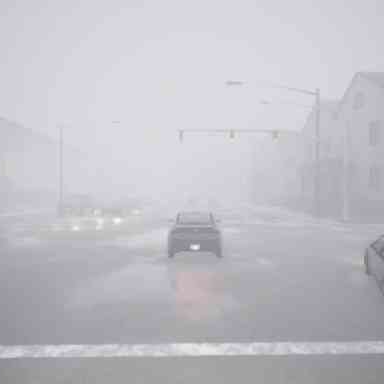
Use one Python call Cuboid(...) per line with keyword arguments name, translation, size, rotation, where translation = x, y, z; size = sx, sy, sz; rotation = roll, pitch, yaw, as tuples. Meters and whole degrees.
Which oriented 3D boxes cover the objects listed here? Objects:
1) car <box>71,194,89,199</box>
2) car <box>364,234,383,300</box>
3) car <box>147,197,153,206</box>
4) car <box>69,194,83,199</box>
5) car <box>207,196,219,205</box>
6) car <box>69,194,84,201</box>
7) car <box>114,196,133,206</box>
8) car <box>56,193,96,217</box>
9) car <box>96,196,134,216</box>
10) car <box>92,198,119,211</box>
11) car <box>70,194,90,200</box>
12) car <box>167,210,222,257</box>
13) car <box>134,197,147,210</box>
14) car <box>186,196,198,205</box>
Cuboid(name="car", translation=(-29.001, 1.081, 86.175), size=(1.853, 1.218, 4.536), rotation=(0, 0, 29))
Cuboid(name="car", translation=(4.939, 1.533, 7.114), size=(2.033, 1.411, 5.357), rotation=(0, 0, 22))
Cuboid(name="car", translation=(-7.043, 1.421, 51.013), size=(2.033, 1.411, 5.357), rotation=(0, 0, 1))
Cuboid(name="car", translation=(-28.218, 1.094, 80.896), size=(1.853, 1.218, 4.536), rotation=(0, 0, -36))
Cuboid(name="car", translation=(3.494, 1.408, 55.136), size=(2.033, 1.411, 5.357), rotation=(0, 0, 0))
Cuboid(name="car", translation=(-28.187, 1.252, 80.855), size=(2.038, 1.542, 4.974), rotation=(0, 0, -36))
Cuboid(name="car", translation=(-10.537, 1.377, 51.370), size=(1.837, 1.490, 4.892), rotation=(0, 0, 0))
Cuboid(name="car", translation=(-10.602, 1.145, 30.932), size=(2.150, 2.045, 5.566), rotation=(0, 0, 0))
Cuboid(name="car", translation=(-7.101, 1.400, 31.147), size=(1.882, 1.535, 5.008), rotation=(0, 0, 0))
Cuboid(name="car", translation=(-10.590, 1.445, 41.179), size=(2.033, 1.411, 5.357), rotation=(0, 0, 0))
Cuboid(name="car", translation=(-28.977, 1.238, 86.221), size=(2.038, 1.542, 4.974), rotation=(0, 0, 29))
Cuboid(name="car", translation=(0.100, 1.476, 12.832), size=(1.837, 1.490, 4.892), rotation=(0, 0, 0))
Cuboid(name="car", translation=(-7.093, 1.404, 40.603), size=(1.837, 1.490, 4.892), rotation=(0, 0, 0))
Cuboid(name="car", translation=(-0.004, 1.410, 55.135), size=(2.033, 1.411, 5.357), rotation=(0, 0, 0))
